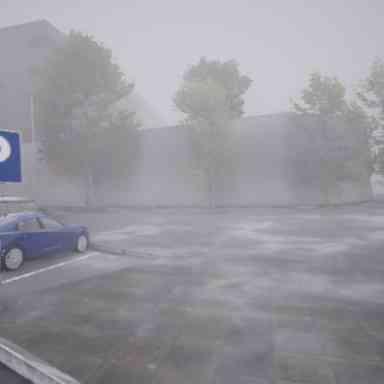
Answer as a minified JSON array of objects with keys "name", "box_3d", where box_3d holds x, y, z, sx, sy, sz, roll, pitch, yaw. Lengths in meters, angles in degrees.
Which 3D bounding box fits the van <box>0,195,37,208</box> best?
[{"name":"van","box_3d":[-7.683,1.168,12.704,1.878,1.987,4.442,0,0,17]}]

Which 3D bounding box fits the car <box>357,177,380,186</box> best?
[{"name":"car","box_3d":[44.386,-2.552,83.594,4.553,1.767,2.185,-5,0,-8]}]

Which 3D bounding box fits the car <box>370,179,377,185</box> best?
[{"name":"car","box_3d":[43.804,-2.358,80.687,5.008,1.535,2.097,-5,1,-8]}]

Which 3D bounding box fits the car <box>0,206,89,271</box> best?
[{"name":"car","box_3d":[-5.330,1.419,10.779,2.097,1.535,5.008,1,0,17]}]
